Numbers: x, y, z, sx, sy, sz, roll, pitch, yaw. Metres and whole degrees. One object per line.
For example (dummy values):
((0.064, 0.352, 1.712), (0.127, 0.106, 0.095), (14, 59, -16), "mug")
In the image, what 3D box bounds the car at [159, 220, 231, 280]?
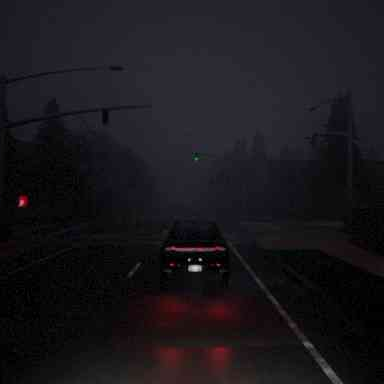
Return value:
((0.085, 1.610, 10.270), (2.128, 1.511, 4.902), (0, -1, 0), "car")

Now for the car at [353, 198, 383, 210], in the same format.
((15.842, 1.516, 27.583), (5.566, 2.045, 2.150), (0, -1, -8), "car")
